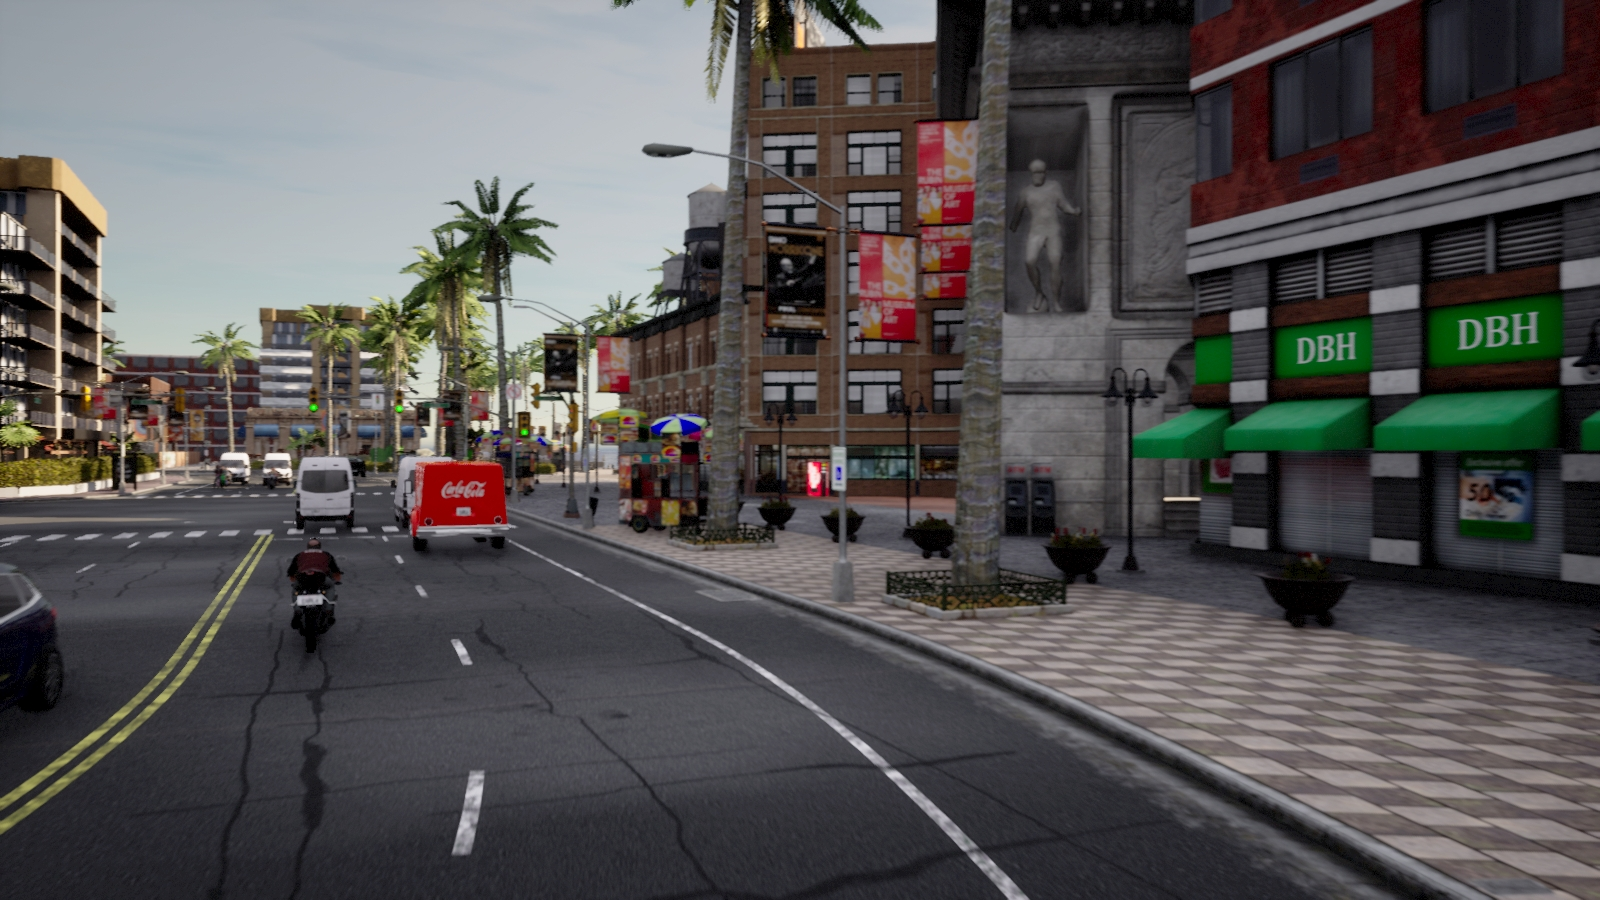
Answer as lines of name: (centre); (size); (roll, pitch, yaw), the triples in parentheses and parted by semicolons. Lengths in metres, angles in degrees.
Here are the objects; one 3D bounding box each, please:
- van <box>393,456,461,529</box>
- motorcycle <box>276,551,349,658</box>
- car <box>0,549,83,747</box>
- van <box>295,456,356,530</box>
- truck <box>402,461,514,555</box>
van: (-14.331, 1.542, 43.672); (1.988, 2.561, 5.915); (0, 0, -23)
motorcycle: (-7.115, 2.209, 16.753); (0.867, 1.251, 2.209); (0, 0, -20)
car: (-8.687, 1.972, 10.664); (2.242, 1.667, 4.611); (0, 0, -17)
van: (-17.959, 1.544, 43.262); (1.988, 2.561, 5.915); (0, 0, -23)
truck: (-10.118, 1.572, 33.454); (2.627, 2.467, 5.204); (0, 0, -22)
